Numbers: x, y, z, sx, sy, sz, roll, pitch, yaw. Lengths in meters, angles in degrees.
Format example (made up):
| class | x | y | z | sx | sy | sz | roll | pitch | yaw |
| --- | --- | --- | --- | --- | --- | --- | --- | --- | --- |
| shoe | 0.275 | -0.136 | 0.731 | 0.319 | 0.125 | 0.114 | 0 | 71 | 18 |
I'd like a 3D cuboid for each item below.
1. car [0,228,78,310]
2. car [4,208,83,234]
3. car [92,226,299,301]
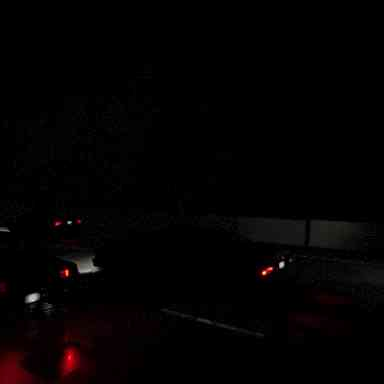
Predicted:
| class | x | y | z | sx | sy | sz | roll | pitch | yaw |
| --- | --- | --- | --- | --- | --- | --- | --- | --- | --- |
| car | -4.715 | 1.648 | 7.367 | 4.718 | 1.301 | 1.895 | 0 | 0 | 36 |
| car | -8.345 | 1.616 | 18.568 | 5.357 | 1.411 | 2.033 | 0 | 0 | 36 |
| car | -0.164 | 1.585 | 8.414 | 5.357 | 1.411 | 2.033 | 0 | 0 | 36 |
